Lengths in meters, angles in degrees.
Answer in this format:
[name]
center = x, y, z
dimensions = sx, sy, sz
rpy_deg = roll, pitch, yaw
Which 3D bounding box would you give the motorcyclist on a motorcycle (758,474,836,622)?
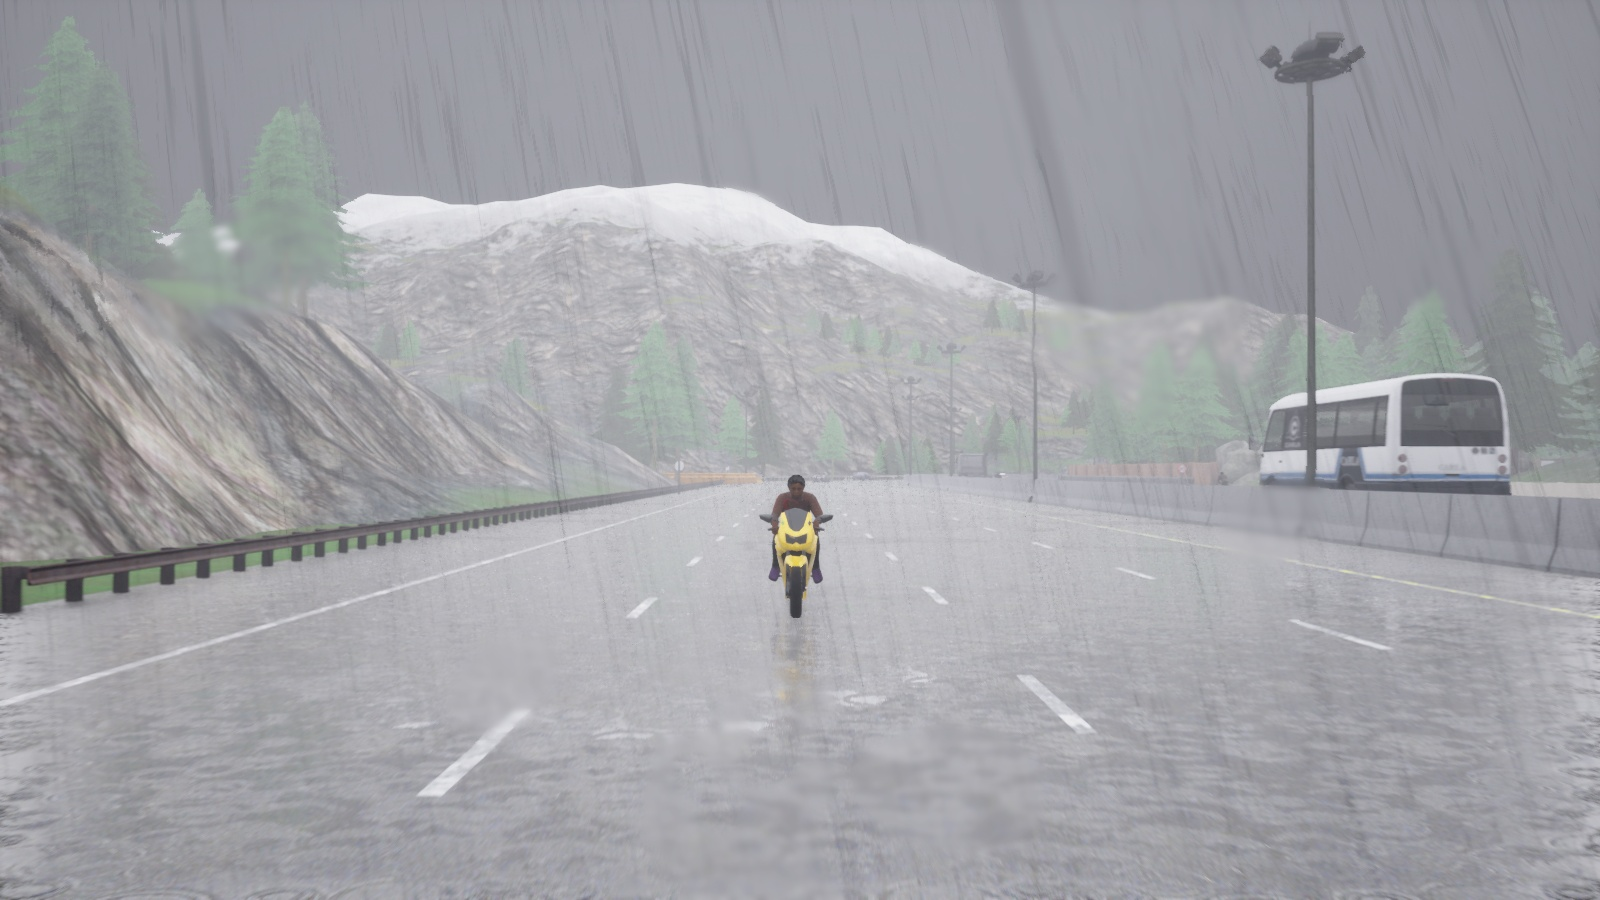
[motorcyclist on a motorcycle]
center = -0.034, 1.031, 13.984
dimensions = 0.797, 1.523, 2.044
rpy_deg = 0, -1, 0

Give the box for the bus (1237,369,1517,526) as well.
[bus]
center = 17.400, 0.023, 39.120
dimensions = 3.944, 4.253, 10.273
rpy_deg = 0, -1, 0
